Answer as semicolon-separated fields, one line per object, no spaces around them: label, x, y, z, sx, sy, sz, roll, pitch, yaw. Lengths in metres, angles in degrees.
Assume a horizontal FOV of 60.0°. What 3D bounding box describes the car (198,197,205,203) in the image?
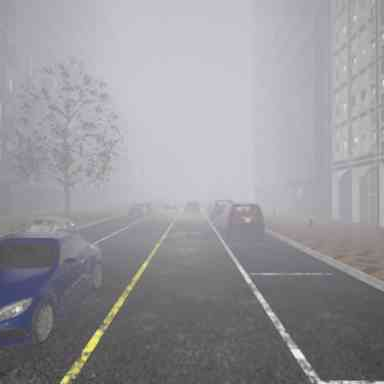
car;2.620;2.220;92.397;1.967;1.590;4.097;0;0;0

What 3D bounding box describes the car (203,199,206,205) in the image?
car;2.660;1.892;41.340;1.752;1.417;4.829;0;0;0

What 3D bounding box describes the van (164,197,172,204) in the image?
van;-5.752;2.032;81.022;1.690;1.788;3.998;0;0;0

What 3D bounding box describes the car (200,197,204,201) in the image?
car;2.637;2.165;69.630;1.947;1.339;4.313;0;0;0

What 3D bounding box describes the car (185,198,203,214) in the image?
car;0.072;1.846;41.573;1.882;1.535;5.008;0;-1;0

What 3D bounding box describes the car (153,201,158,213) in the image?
car;-5.721;1.931;41.176;1.947;1.339;4.313;0;0;0

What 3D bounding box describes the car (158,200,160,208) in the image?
car;-5.730;2.042;52.558;1.802;1.307;4.206;0;0;0

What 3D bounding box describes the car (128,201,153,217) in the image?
car;-5.716;1.867;35.484;2.008;1.369;4.403;0;0;0

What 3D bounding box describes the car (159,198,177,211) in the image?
car;-3.125;1.973;48.464;2.033;1.411;5.357;0;0;0

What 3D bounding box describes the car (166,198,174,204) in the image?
car;-5.757;2.317;86.713;1.802;1.307;4.206;0;0;0

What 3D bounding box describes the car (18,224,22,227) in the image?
car;-5.693;1.589;6.852;1.752;1.417;4.829;0;-1;0

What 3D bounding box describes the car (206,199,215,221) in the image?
car;2.670;1.582;29.789;2.192;1.841;5.009;0;0;0

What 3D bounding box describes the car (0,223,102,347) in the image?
car;-3.106;1.587;6.547;1.812;1.442;4.674;0;-1;0

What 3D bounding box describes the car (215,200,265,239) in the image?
car;2.679;1.482;18.405;2.192;1.841;5.009;0;-1;0

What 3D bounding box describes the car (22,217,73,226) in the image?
car;-5.698;1.667;12.716;2.008;1.369;4.403;0;-1;0
